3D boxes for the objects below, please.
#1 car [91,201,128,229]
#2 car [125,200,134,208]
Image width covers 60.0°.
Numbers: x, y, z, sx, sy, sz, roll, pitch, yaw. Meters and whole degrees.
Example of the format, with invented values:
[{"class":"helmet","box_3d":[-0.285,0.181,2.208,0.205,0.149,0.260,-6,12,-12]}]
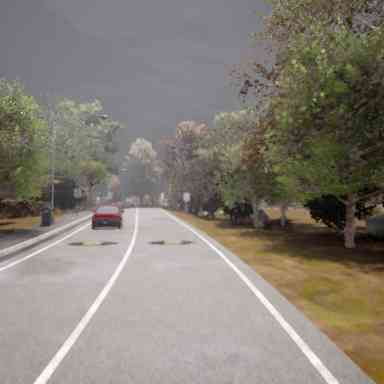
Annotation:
[{"class":"car","box_3d":[-5.690,1.624,22.876,1.882,1.535,5.008,1,0,-9]},{"class":"car","box_3d":[-12.424,2.242,64.966,2.097,1.767,4.553,1,-3,-9]}]
